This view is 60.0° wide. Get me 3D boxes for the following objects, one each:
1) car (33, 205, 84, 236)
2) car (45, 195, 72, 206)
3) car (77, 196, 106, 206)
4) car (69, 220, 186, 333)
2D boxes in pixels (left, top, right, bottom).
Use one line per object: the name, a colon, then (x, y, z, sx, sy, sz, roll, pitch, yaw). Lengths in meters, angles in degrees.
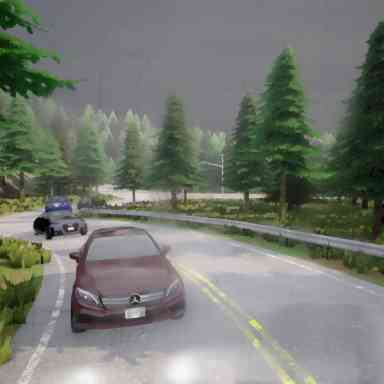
car: (-7.210, 1.665, 18.032, 1.994, 1.385, 4.181, -4, 2, -38)
car: (-12.892, 1.326, 32.234, 2.150, 2.045, 5.566, -1, 0, -18)
car: (-12.758, 1.288, 42.826, 2.097, 1.767, 4.553, 2, 2, 13)
car: (-1.528, 1.523, 7.103, 1.812, 1.442, 4.674, -2, 0, -17)
